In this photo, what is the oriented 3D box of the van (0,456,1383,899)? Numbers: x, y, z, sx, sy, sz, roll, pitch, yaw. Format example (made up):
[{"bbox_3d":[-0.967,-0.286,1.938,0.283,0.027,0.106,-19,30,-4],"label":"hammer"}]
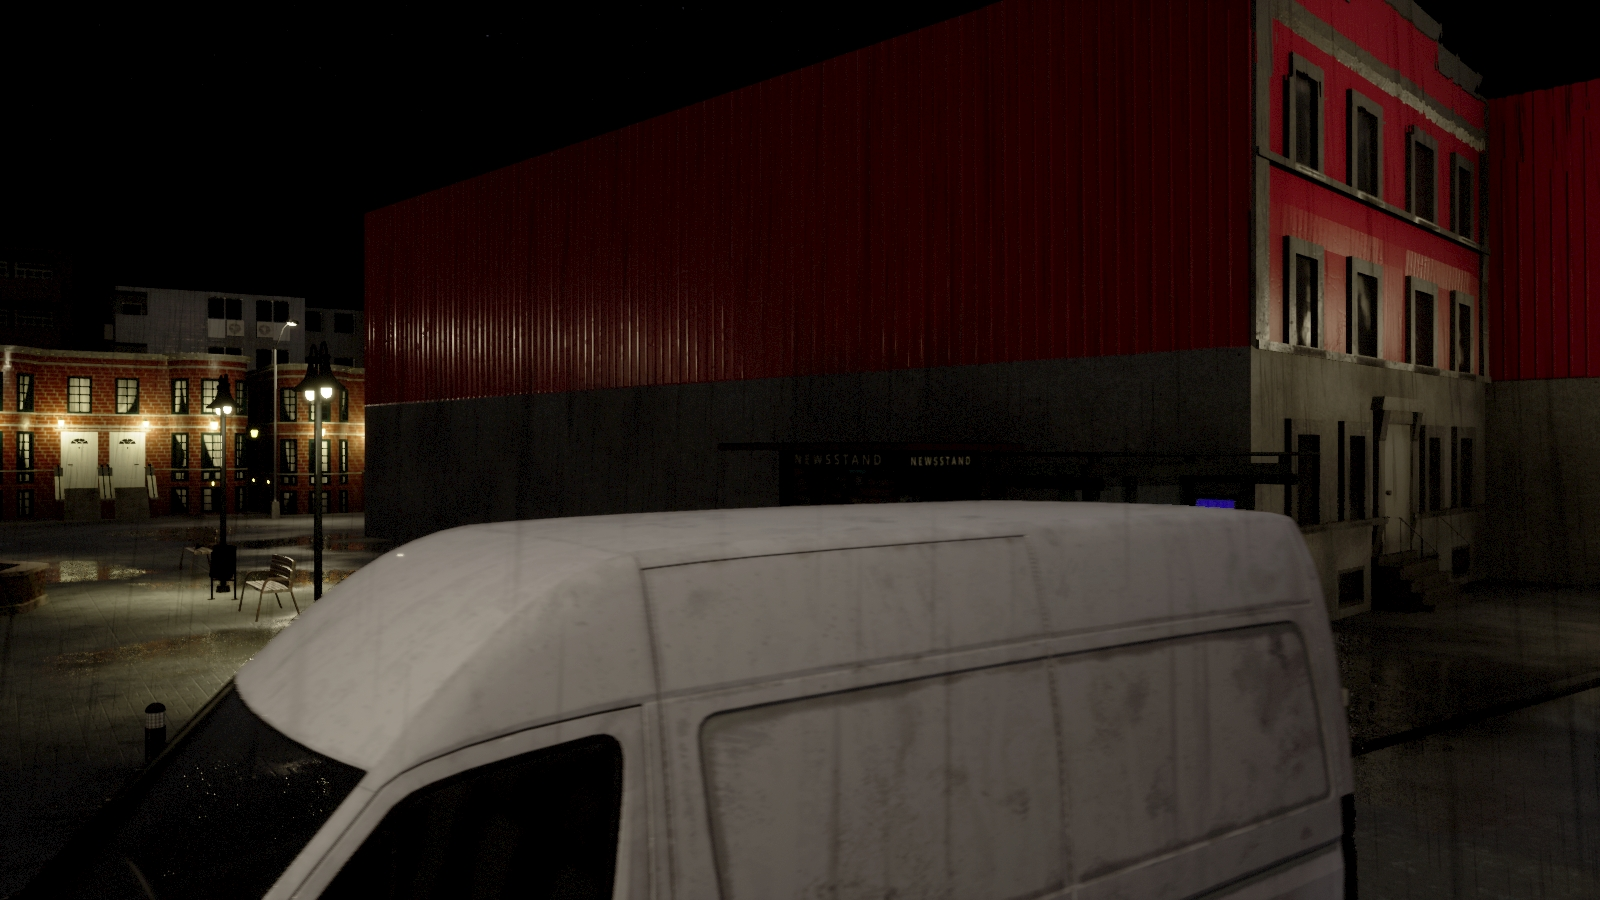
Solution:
[{"bbox_3d":[-0.440,1.315,4.108,5.915,2.561,1.988,0,0,-35],"label":"van"}]
